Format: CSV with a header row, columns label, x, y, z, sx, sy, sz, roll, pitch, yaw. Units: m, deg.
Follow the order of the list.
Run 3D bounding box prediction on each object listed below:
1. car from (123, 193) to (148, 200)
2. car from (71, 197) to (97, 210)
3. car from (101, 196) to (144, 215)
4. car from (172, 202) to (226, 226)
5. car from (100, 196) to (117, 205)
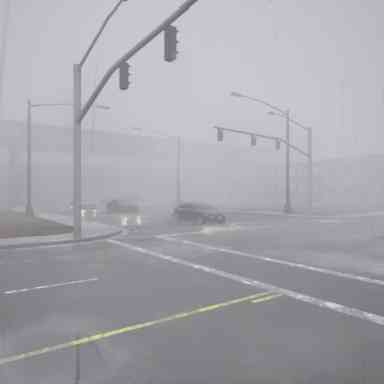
label,x,y,z,sx,sy,sz,roll,pitch,yaw
car,-12.256,1.223,69.394,2.150,2.045,5.566,0,0,30
car,-14.129,1.525,43.959,1.812,1.442,4.674,0,0,-33
car,-7.175,1.477,34.125,1.882,1.535,5.008,0,0,-36
car,0.401,1.505,23.819,1.837,1.490,4.892,0,0,-36
car,-14.949,1.526,59.828,1.812,1.442,4.674,0,0,3
